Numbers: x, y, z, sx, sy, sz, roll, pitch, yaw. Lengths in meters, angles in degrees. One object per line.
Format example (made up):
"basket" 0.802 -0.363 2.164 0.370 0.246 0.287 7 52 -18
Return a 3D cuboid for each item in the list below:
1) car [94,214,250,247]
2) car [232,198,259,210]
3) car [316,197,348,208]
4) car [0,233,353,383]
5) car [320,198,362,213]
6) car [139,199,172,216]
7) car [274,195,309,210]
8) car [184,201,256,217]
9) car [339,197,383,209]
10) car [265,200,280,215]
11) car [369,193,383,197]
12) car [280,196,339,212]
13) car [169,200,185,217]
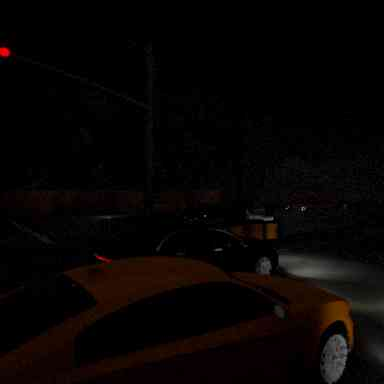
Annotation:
"car" 0.041 1.496 8.074 4.892 1.490 1.837 0 0 -35
"car" 5.508 1.461 37.888 4.892 1.490 1.837 0 0 -35
"car" 20.565 1.475 48.833 5.357 1.411 2.033 0 0 -38
"car" -0.231 1.474 3.580 5.008 1.535 1.882 0 0 -35
"car" 16.709 1.434 37.278 4.902 1.511 2.128 0 0 -35
"car" -2.719 1.449 32.090 5.008 1.535 1.882 0 0 -35
"car" 12.957 1.294 43.200 4.553 1.767 2.097 0 0 -35
"car" 1.923 1.538 22.537 4.181 1.385 1.994 0 0 -35
"car" 17.527 1.492 33.563 5.357 1.411 2.033 0 0 -35
"car" 9.139 1.434 31.880 5.008 1.535 1.882 0 0 -35
"car" 24.502 1.149 43.010 5.566 2.045 2.150 0 0 -38
"car" 9.984 1.311 28.210 4.553 1.767 2.097 0 0 -35
"car" 0.709 1.536 25.954 4.181 1.385 1.994 0 0 -35
